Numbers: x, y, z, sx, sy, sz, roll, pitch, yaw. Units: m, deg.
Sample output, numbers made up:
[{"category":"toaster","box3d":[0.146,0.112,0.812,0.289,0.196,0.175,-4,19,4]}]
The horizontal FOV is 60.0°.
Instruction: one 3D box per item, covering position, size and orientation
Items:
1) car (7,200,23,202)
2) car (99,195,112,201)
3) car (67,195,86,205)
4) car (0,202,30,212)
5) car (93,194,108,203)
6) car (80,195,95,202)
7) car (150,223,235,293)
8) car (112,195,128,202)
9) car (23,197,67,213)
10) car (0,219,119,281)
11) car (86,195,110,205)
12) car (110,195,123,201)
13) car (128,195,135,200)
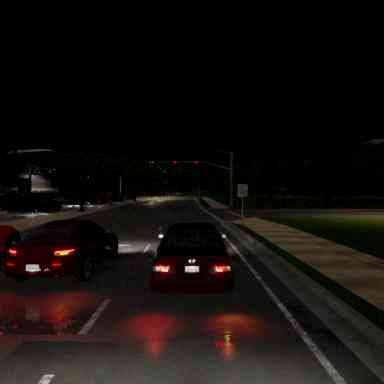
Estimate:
[{"category":"car","box3d":[-21.102,1.601,39.476,1.895,1.301,4.718,0,0,9]},{"category":"car","box3d":[-23.266,1.488,89.339,2.128,1.511,4.902,0,0,0]},{"category":"car","box3d":[-19.842,1.564,57.503,1.994,1.385,4.181,0,0,0]},{"category":"car","box3d":[-6.990,1.352,9.755,2.097,1.767,4.553,0,0,0]},{"category":"car","box3d":[-19.769,1.355,72.075,2.097,1.767,4.553,0,0,0]},{"category":"car","box3d":[-23.269,1.500,74.165,1.837,1.490,4.892,0,0,0]},{"category":"car","box3d":[0.007,1.547,8.991,2.033,1.411,5.357,0,0,0]},{"category":"car","box3d":[-16.269,1.540,73.431,2.033,1.411,5.357,0,0,0]},{"category":"car","box3d":[-15.945,1.547,36.480,2.033,1.411,5.357,0,0,-2]},{"category":"car","box3d":[-3.496,1.526,9.702,1.812,1.442,4.674,0,0,1]},{"category":"car","box3d":[-16.343,1.477,57.906,1.882,1.535,5.008,0,0,0]},{"category":"car","box3d":[-19.766,1.539,87.278,2.033,1.411,5.357,0,0,0]},{"category":"car","box3d":[-16.266,1.516,88.835,2.033,1.411,5.357,0,0,0]}]
